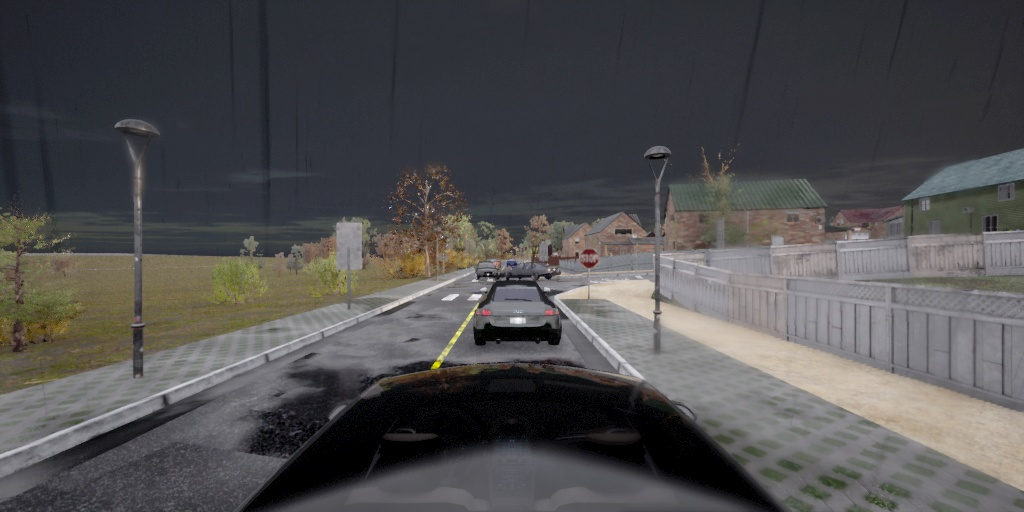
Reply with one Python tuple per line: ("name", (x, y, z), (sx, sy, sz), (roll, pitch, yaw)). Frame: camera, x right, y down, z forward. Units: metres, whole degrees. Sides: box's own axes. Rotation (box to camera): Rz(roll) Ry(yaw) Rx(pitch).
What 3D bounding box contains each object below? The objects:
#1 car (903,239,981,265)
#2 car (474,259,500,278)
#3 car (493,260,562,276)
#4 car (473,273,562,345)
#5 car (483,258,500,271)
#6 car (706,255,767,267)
("car", (23.875, -0.208, 20.452), (4.902, 1.511, 2.128), (-3, 0, 14))
("car", (-2.271, 1.257, 31.391), (1.837, 1.490, 4.892), (0, 0, -8))
("car", (1.318, 1.197, 28.482), (5.357, 1.411, 2.033), (-4, -3, 43))
("car", (0.097, 1.313, 9.467), (1.994, 1.385, 4.181), (0, 0, -1))
("car", (-2.881, 1.120, 51.209), (2.097, 1.767, 4.553), (0, 0, 1))
("car", (14.373, 0.413, 22.867), (4.181, 1.385, 1.994), (-3, 0, 16))
